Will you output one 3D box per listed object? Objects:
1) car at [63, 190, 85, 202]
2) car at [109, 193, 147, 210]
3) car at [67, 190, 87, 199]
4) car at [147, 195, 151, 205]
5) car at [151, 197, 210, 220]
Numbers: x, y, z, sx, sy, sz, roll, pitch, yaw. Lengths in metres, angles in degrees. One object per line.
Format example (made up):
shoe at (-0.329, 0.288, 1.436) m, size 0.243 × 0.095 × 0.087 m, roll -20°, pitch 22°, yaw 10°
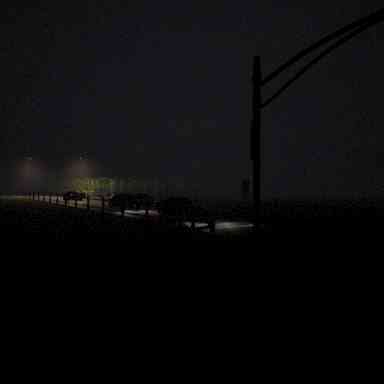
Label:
car at (-17.159, 0.642, 47.854) m, size 1.812 × 1.442 × 4.674 m, roll 0°, pitch 1°, yaw -34°
car at (-6.648, 0.949, 32.710) m, size 1.837 × 1.490 × 4.892 m, roll 0°, pitch 1°, yaw -35°
car at (-20.426, 0.431, 58.883) m, size 2.128 × 1.511 × 4.902 m, roll 0°, pitch 1°, yaw -35°
car at (-6.293, 0.853, 38.656) m, size 1.882 × 1.535 × 5.008 m, roll 0°, pitch 1°, yaw -35°
car at (-0.720, 1.112, 24.208) m, size 1.882 × 1.535 × 5.008 m, roll 0°, pitch 1°, yaw -35°
